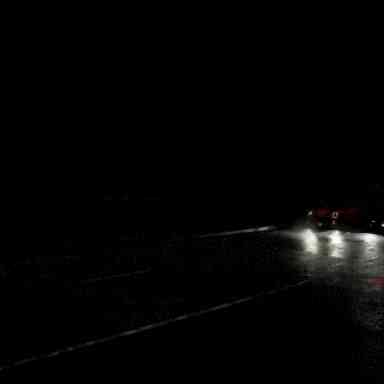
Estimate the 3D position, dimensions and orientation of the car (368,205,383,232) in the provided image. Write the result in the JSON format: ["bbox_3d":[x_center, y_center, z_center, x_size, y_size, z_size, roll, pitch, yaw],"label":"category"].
[{"bbox_3d":[11.855,1.481,19.444,1.837,1.490,4.892,-1,0,44],"label":"car"}]

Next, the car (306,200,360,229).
[{"bbox_3d":[9.307,1.369,21.857,2.097,1.767,4.553,-1,0,43],"label":"car"}]

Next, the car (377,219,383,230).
[{"bbox_3d":[7.651,1.569,10.279,4.181,1.385,1.994,0,0,-42],"label":"car"}]
